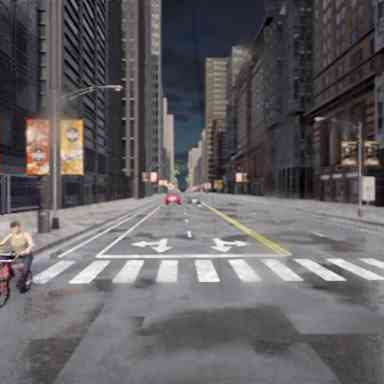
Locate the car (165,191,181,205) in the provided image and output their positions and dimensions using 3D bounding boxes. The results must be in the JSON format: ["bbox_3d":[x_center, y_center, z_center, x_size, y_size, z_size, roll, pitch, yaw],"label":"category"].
[{"bbox_3d":[-2.957,0.929,51.430,2.150,2.045,5.566,0,0,-2],"label":"car"}]

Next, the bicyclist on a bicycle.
[{"bbox_3d":[-3.628,1.396,6.815,0.866,1.612,1.509,0,0,-2],"label":"bicyclist on a bicycle"}]

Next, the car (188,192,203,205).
[{"bbox_3d":[0.290,1.196,51.572,2.128,1.511,4.902,0,0,-2],"label":"car"}]
